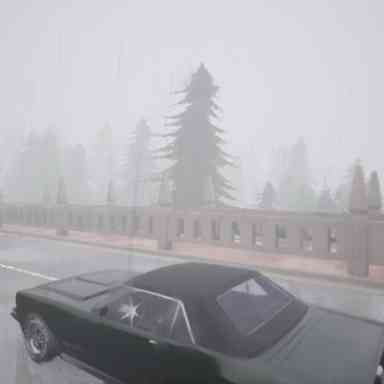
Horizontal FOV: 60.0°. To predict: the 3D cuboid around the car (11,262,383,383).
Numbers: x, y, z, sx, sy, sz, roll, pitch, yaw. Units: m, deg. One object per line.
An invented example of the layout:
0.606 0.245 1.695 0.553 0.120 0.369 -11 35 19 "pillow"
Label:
-0.268 1.599 4.182 4.718 1.301 1.895 0 0 35 "car"
